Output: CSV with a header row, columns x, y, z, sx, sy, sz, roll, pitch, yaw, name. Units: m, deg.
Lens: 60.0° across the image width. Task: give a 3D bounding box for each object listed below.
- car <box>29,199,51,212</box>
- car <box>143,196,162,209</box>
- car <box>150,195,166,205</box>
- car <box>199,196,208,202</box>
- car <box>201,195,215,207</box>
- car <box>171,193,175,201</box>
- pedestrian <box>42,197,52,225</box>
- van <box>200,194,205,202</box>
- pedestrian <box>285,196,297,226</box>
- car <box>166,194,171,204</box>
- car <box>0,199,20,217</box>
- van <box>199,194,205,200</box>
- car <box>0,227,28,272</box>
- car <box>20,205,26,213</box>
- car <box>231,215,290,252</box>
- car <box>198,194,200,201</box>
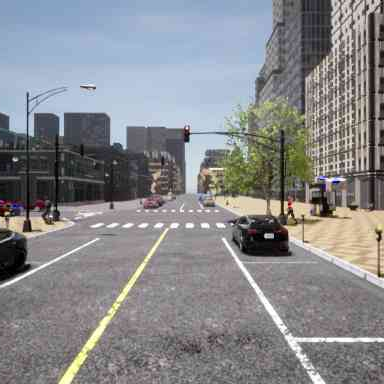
x,y,z,sx,sy,sz,roll,pitch,yaw,name
-17.271,1.372,35.151,4.507,1.381,1.887,1,-1,-1,car
-5.689,1.585,46.148,1.802,1.307,4.206,0,0,0,car
-5.688,1.319,51.699,2.192,1.841,5.009,0,0,0,car
2.690,1.574,79.457,1.947,1.339,4.313,0,0,0,car
2.691,1.529,51.872,1.752,1.417,4.829,0,0,0,car
-5.690,1.533,79.285,1.752,1.417,4.829,0,0,0,car
-9.264,1.142,21.201,0.375,1.860,0.375,0,0,0,pedestrian
2.692,1.346,57.254,1.690,1.788,3.998,0,0,0,van
6.095,1.143,20.632,0.375,1.860,0.375,0,0,0,pedestrian
-5.690,1.556,62.802,2.008,1.369,4.403,0,0,0,car
-17.149,1.101,26.776,5.009,1.841,2.192,1,-1,-1,car
2.691,1.350,90.560,1.690,1.788,3.998,0,0,0,van
-5.687,1.566,8.133,1.947,1.339,4.313,0,0,0,car
-17.374,1.322,29.347,4.674,1.442,1.812,1,0,-2,car
2.693,1.567,13.673,1.947,1.339,4.313,0,0,0,car
2.690,1.557,68.356,2.008,1.369,4.403,0,0,0,car
